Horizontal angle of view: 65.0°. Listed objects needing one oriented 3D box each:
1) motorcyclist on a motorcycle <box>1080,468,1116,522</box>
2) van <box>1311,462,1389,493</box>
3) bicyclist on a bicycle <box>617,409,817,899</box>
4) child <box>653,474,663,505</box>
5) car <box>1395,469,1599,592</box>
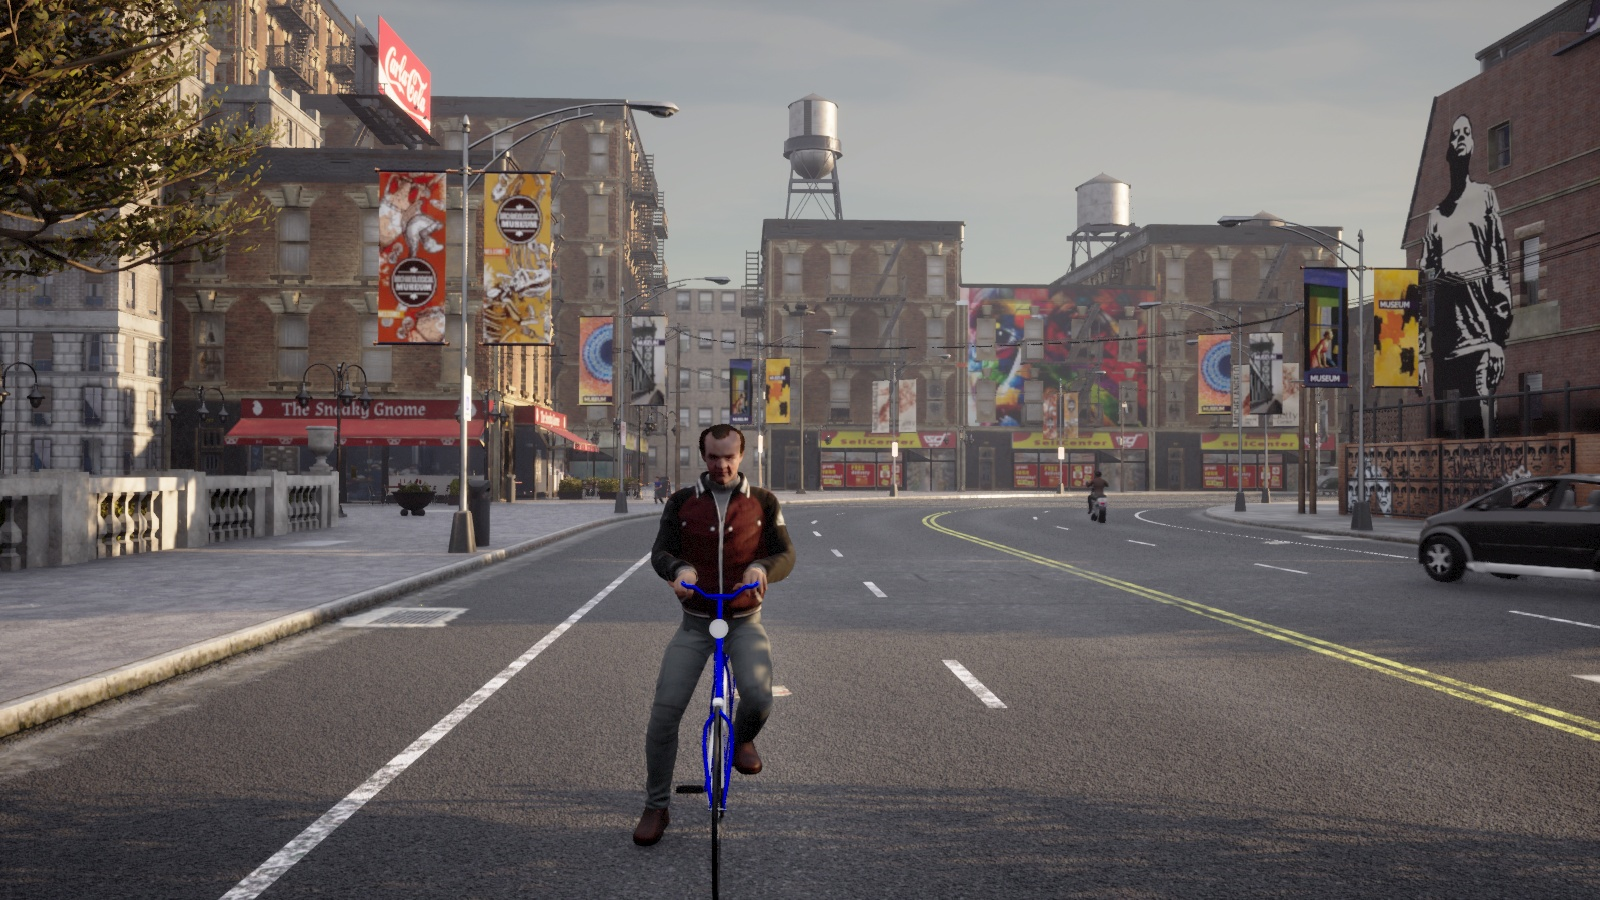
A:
[{"bbox_3d":[9.408,1.393,39.740,0.766,1.649,2.350,0,-1,5],"label":"motorcyclist on a motorcycle"},{"bbox_3d":[36.475,1.817,83.341,4.442,1.987,1.775,0,-1,-7],"label":"van"},{"bbox_3d":[-0.317,0.772,5.098,0.659,1.776,1.843,0,-1,-3],"label":"bicyclist on a bicycle"},{"bbox_3d":[-5.850,1.642,51.769,0.270,1.263,0.437,-1,-1,16],"label":"child"},{"bbox_3d":[10.410,1.040,17.232,1.789,1.549,3.705,0,-1,-28],"label":"car"}]
